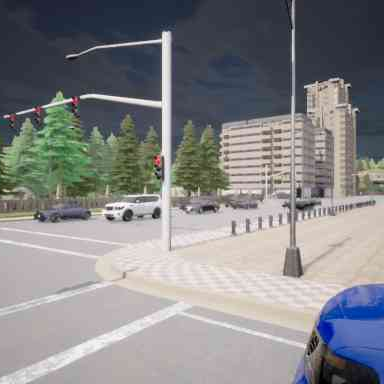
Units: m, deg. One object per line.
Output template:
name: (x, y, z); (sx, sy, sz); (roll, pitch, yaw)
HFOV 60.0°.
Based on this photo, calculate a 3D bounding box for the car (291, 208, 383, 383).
car: (3.361, 1.221, 1.569); (5.566, 2.045, 2.150); (0, 0, 36)

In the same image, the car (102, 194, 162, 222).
car: (-4.644, 1.221, 27.159); (2.150, 2.045, 5.566); (0, 0, 35)

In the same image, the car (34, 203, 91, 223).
car: (-9.937, 1.564, 25.765); (1.994, 1.385, 4.181); (0, 0, 35)

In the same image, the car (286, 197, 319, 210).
car: (13.318, 1.601, 39.953); (1.895, 1.301, 4.718); (0, 0, 35)

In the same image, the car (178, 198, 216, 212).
car: (0.702, 1.547, 40.682); (2.033, 1.411, 5.357); (0, 0, 36)

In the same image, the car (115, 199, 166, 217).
car: (-4.974, 1.491, 32.725); (2.128, 1.511, 4.902); (0, 0, 35)

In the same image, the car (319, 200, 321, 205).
car: (20.229, 1.564, 55.678); (1.994, 1.385, 4.181); (0, 0, 35)

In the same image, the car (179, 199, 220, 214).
car: (1.120, 1.491, 35.239); (2.128, 1.511, 4.902); (0, 0, 36)

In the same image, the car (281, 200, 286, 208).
car: (14.446, 1.601, 47.568); (1.895, 1.301, 4.718); (0, 0, 35)

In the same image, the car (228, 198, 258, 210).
car: (6.945, 1.564, 43.382); (1.994, 1.385, 4.181); (0, 0, 36)

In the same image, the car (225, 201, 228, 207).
car: (6.526, 1.564, 48.791); (1.994, 1.385, 4.181); (0, 0, 36)
